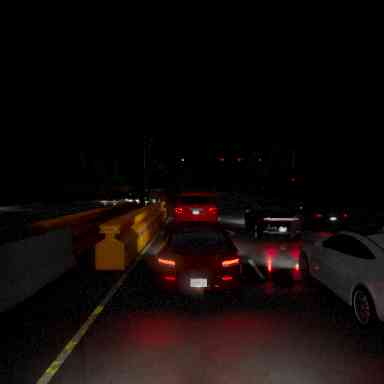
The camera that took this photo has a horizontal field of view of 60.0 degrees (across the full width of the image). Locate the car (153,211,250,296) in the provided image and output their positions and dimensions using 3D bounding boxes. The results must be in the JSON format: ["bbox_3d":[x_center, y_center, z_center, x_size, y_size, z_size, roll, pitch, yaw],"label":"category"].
[{"bbox_3d":[0.141,1.431,8.264,1.812,1.442,4.674,0,1,0],"label":"car"}]

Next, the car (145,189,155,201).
[{"bbox_3d":[-6.647,0.707,56.397,1.812,1.442,4.674,0,1,1],"label":"car"}]

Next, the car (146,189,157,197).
[{"bbox_3d":[-9.866,0.172,80.619,2.097,1.767,4.553,0,1,0],"label":"car"}]

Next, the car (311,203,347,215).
[{"bbox_3d":[7.219,1.308,18.961,1.994,1.385,4.181,0,1,0],"label":"car"}]

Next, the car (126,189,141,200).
[{"bbox_3d":[-10.104,0.686,60.325,1.994,1.385,4.181,0,1,1],"label":"car"}]

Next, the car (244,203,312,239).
[{"bbox_3d":[3.694,1.282,15.876,2.128,1.511,4.902,0,1,0],"label":"car"}]

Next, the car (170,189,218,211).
[{"bbox_3d":[0.204,0.983,17.861,2.150,2.045,5.566,0,1,1],"label":"car"}]

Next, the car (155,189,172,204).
[{"bbox_3d":[-1.865,0.580,44.558,2.150,2.045,5.566,2,2,37],"label":"car"}]

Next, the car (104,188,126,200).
[{"bbox_3d":[-13.635,0.378,58.040,2.150,2.045,5.566,0,1,1],"label":"car"}]

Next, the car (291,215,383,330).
[{"bbox_3d":[3.629,1.455,6.628,1.812,1.442,4.674,0,1,0],"label":"car"}]

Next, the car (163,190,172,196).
[{"bbox_3d":[-6.319,0.272,86.233,2.033,1.411,5.357,0,1,0],"label":"car"}]

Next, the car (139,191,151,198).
[{"bbox_3d":[-9.952,0.523,70.401,1.994,1.385,4.181,0,1,0],"label":"car"}]

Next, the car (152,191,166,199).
[{"bbox_3d":[-6.526,0.533,65.663,2.128,1.511,4.902,0,1,1],"label":"car"}]

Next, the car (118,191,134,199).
[{"bbox_3d":[-13.470,0.552,68.178,2.033,1.411,5.357,0,1,0],"label":"car"}]

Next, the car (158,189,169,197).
[{"bbox_3d":[-6.407,0.246,75.679,2.097,1.767,4.553,0,1,0],"label":"car"}]
